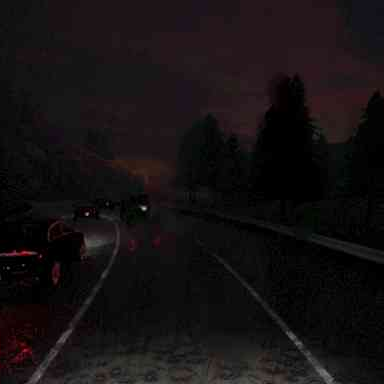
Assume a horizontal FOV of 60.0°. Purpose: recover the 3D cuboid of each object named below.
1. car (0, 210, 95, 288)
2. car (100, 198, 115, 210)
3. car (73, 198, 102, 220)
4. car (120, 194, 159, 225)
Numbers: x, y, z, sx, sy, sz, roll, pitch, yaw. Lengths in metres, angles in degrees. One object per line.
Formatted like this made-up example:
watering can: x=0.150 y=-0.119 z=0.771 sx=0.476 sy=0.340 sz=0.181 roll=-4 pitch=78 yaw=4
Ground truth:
car: x=-4.228 y=1.472 z=9.024 sx=2.128 sy=1.511 sz=4.902 roll=0 pitch=0 yaw=-7
car: x=-10.914 y=1.438 z=40.423 sx=2.033 sy=1.411 sz=5.357 roll=0 pitch=0 yaw=-29
car: x=-8.679 y=1.456 z=27.132 sx=1.812 sy=1.442 sz=4.674 roll=0 pitch=0 yaw=-20
car: x=-3.857 y=1.149 z=23.846 sx=2.150 sy=2.045 sz=5.566 roll=0 pitch=0 yaw=-17
